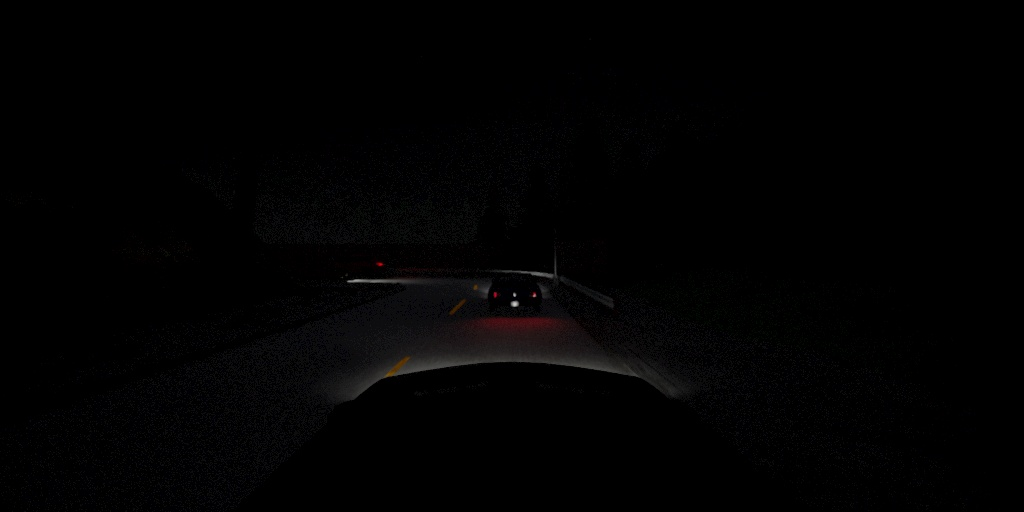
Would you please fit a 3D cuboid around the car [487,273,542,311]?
[{"bbox_3d":[0.097,1.329,14.279,1.895,1.301,4.718,0,0,0],"label":"car"}]

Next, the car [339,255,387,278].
[{"bbox_3d":[-14.322,0.917,32.560,5.566,2.045,2.150,0,0,-4],"label":"car"}]

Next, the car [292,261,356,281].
[{"bbox_3d":[-14.938,1.307,28.103,4.181,1.385,1.994,0,0,0],"label":"car"}]
